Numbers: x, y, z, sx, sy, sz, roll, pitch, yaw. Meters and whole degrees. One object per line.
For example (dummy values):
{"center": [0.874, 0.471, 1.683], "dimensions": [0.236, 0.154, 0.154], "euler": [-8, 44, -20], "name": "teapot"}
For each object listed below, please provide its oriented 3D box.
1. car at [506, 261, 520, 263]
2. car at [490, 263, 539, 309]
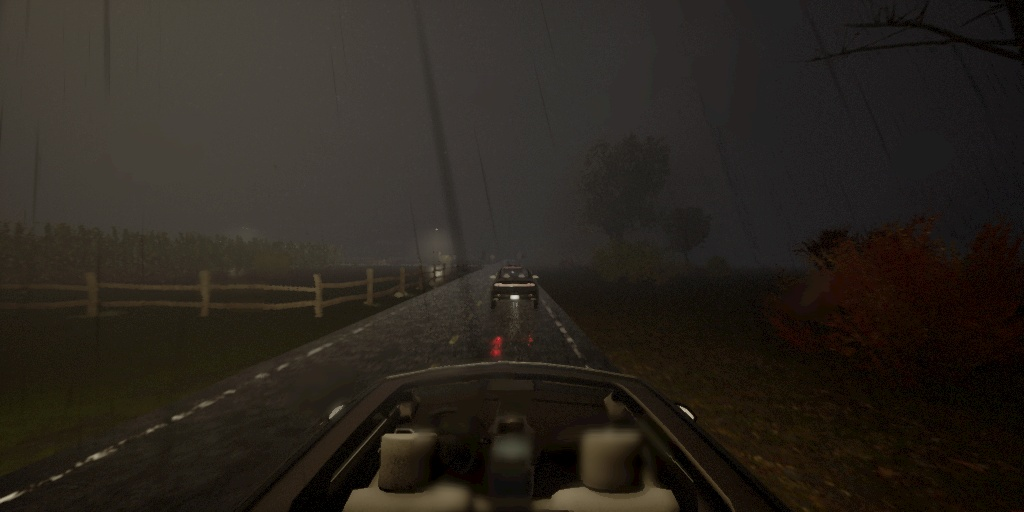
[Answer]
{"center": [0.089, 1.255, 34.558], "dimensions": [2.128, 1.511, 4.902], "euler": [0, 0, 0], "name": "car"}
{"center": [0.095, 1.241, 15.040], "dimensions": [2.128, 1.511, 4.902], "euler": [0, 0, 0], "name": "car"}
